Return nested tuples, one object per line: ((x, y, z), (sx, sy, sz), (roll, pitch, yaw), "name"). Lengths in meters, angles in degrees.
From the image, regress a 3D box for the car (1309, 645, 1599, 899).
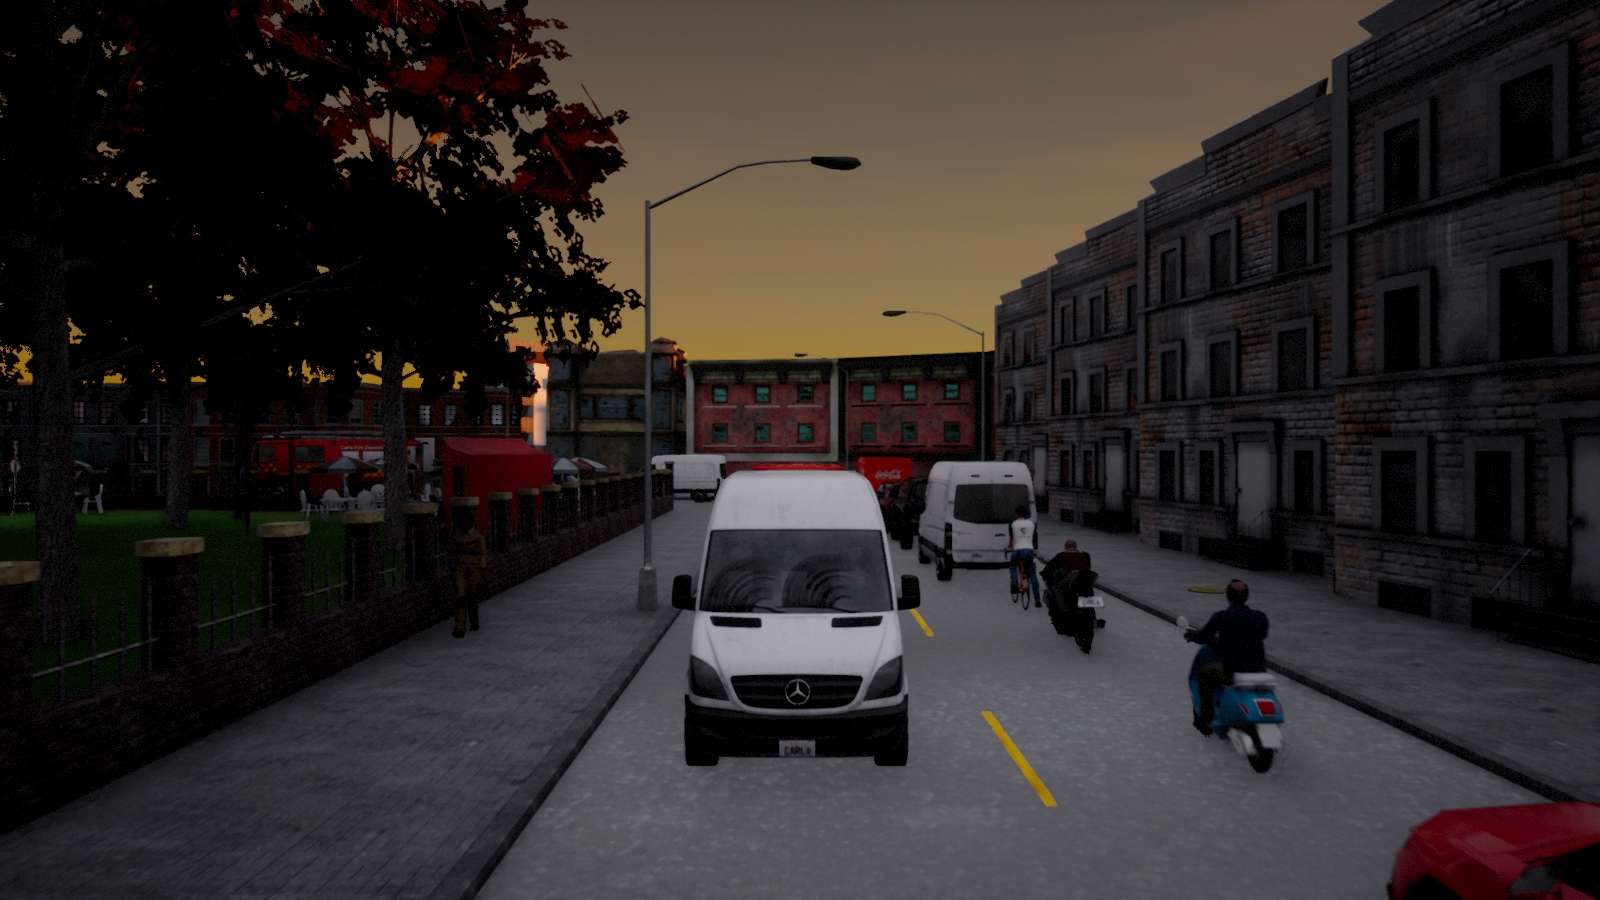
((3.995, 1.841, 4.007), (2.231, 1.480, 4.892), (0, 0, 0), "car")

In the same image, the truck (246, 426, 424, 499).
((-25.016, 0.669, 61.752), (8.468, 3.827, 2.891), (0, 0, -1), "truck")

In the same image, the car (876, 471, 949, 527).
((3.923, 1.685, 40.516), (2.097, 1.767, 4.553), (0, 0, 0), "car")

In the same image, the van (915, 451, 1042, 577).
((3.943, 1.314, 26.298), (1.988, 2.561, 5.915), (0, 0, 0), "van")

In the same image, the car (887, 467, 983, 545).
((3.879, 1.559, 33.721), (2.150, 2.045, 5.566), (0, 0, 0), "car")

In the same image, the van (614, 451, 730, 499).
((-6.866, 1.314, 61.646), (5.915, 2.561, 1.988), (0, 0, 10), "van")

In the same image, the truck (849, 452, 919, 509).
((3.794, 1.348, 52.683), (2.627, 2.467, 5.204), (0, 0, -2), "truck")

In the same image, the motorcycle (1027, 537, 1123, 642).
((3.962, 1.985, 16.650), (0.867, 1.251, 2.209), (0, 0, 0), "motorcycle")

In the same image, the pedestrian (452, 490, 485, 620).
((-4.827, 1.525, 16.651), (0.375, 1.860, 0.375), (0, 0, 0), "pedestrian")

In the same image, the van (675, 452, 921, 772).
((-0.028, 1.314, 12.171), (1.988, 2.561, 5.915), (0, 0, 0), "van")

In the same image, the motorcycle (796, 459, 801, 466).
((-0.235, 1.957, 179.529), (0.856, 1.236, 1.805), (0, 0, 0), "motorcycle")
